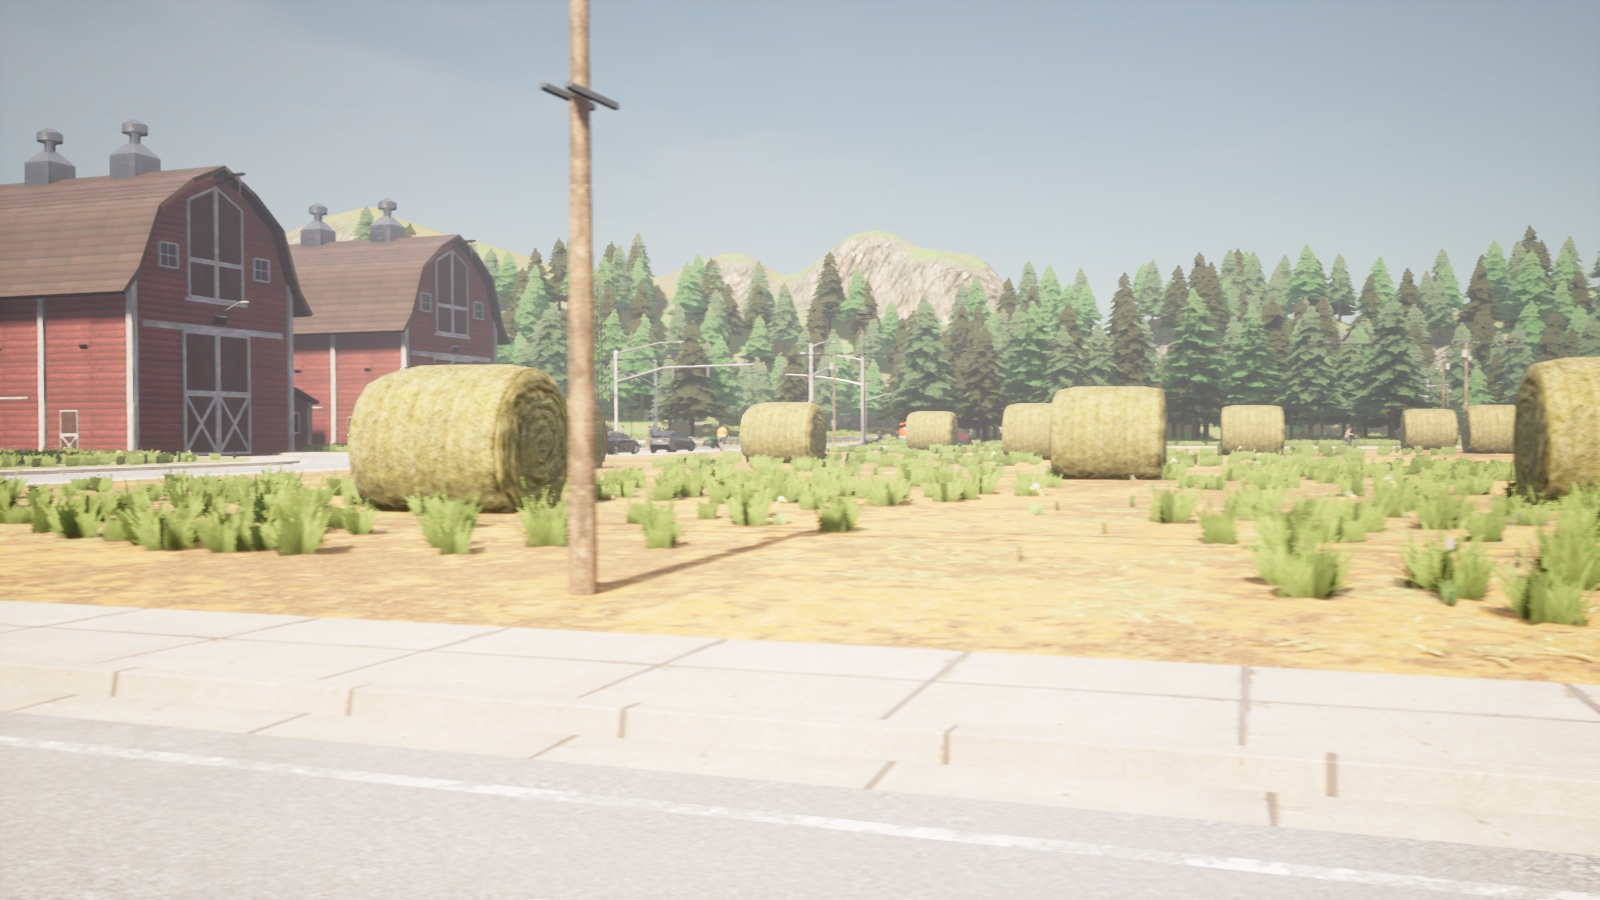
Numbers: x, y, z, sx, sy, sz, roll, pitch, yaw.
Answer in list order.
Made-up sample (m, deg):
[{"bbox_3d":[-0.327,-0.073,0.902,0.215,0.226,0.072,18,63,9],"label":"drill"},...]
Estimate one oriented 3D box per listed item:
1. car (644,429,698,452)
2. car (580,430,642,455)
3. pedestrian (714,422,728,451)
[{"bbox_3d":[-8.802,-0.666,85.943,2.007,1.525,4.514,1,1,18],"label":"car"},{"bbox_3d":[-11.569,-0.474,77.224,1.837,1.490,4.892,0,1,17],"label":"car"},{"bbox_3d":[-5.086,-0.852,80.726,0.874,1.855,0.900,0,1,-7],"label":"pedestrian"}]
